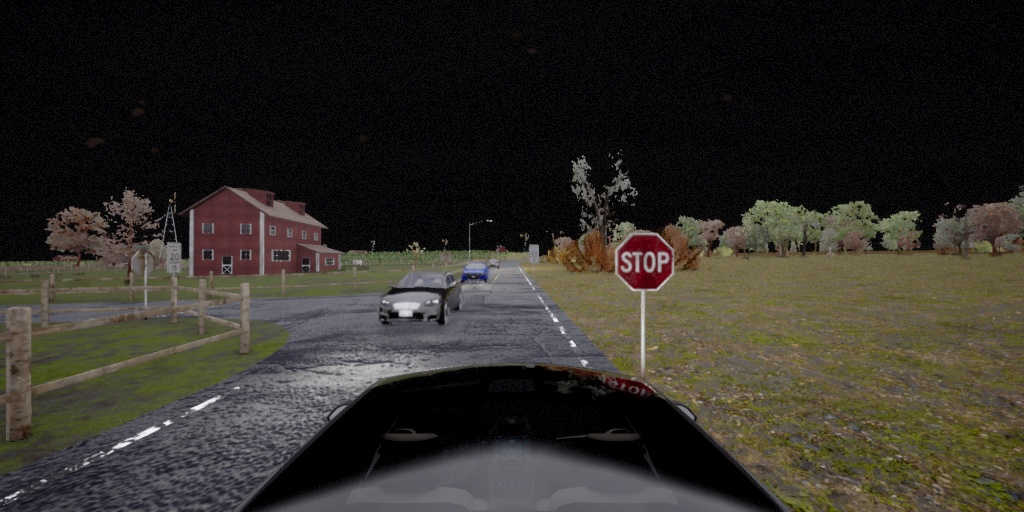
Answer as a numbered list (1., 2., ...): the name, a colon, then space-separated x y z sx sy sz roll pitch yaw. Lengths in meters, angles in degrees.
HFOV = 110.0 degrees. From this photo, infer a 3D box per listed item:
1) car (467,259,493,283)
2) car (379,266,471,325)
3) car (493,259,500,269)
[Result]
1. car: -2.804 1.245 28.581 1.882 1.535 5.008 0 0 0
2. car: -2.778 1.249 11.799 2.128 1.511 4.902 0 0 0
3. car: -2.860 1.218 55.785 1.837 1.490 4.892 0 0 0
